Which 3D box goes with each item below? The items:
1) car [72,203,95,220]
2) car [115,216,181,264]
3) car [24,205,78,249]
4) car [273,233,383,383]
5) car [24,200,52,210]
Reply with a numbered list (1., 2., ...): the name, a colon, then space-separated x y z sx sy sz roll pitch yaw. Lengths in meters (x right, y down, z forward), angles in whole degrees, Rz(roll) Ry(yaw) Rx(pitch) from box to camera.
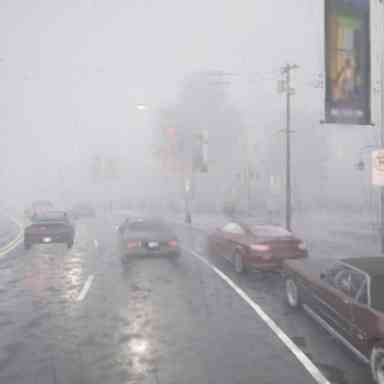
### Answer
1. car: -10.440 1.679 30.935 1.994 1.385 4.181 0 0 -32
2. car: -1.736 1.585 12.110 2.033 1.411 5.357 0 0 -14
3. car: -6.280 1.567 14.997 1.837 1.490 4.892 0 0 -18
4. car: 2.883 1.598 4.920 1.895 1.301 4.718 0 0 -3
5. car: -13.135 1.469 28.642 2.097 1.767 4.553 0 0 -32
